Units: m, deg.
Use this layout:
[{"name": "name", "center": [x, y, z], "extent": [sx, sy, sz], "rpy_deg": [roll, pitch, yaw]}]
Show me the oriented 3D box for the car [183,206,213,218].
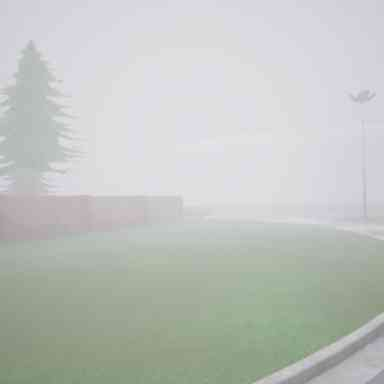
[{"name": "car", "center": [-0.157, 2.420, 40.510], "extent": [5.357, 1.411, 2.033], "rpy_deg": [-1, -1, 24]}]
